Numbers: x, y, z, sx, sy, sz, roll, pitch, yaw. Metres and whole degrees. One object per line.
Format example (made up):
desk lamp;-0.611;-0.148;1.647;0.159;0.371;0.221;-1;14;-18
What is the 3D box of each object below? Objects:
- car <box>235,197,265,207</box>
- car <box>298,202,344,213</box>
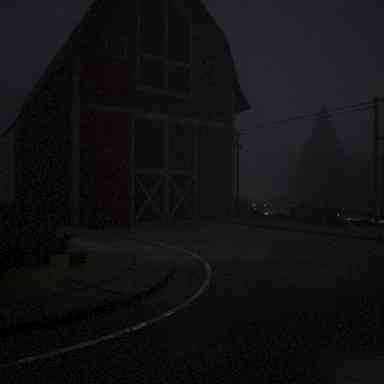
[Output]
car;6.167;1.373;37.650;2.097;1.767;4.553;0;0;-34
car;11.274;1.621;30.210;1.895;1.301;4.718;0;0;-34
